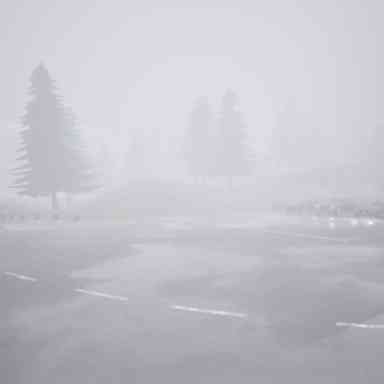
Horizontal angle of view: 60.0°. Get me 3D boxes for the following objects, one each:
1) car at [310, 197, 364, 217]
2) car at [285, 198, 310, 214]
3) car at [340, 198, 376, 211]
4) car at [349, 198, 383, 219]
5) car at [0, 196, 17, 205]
[{"bbox_3d":[13.354,1.254,30.586,4.553,1.767,2.097,0,0,-35],"label":"car"},{"bbox_3d":[11.525,1.378,33.578,5.008,1.535,1.882,0,0,-35],"label":"car"},{"bbox_3d":[19.594,1.399,39.244,4.181,1.385,1.994,-1,0,-35],"label":"car"},{"bbox_3d":[15.349,1.467,27.710,4.181,1.385,1.994,0,0,-35],"label":"car"},{"bbox_3d":[-31.743,1.450,57.080,1.882,1.535,5.008,0,0,-11],"label":"car"}]
